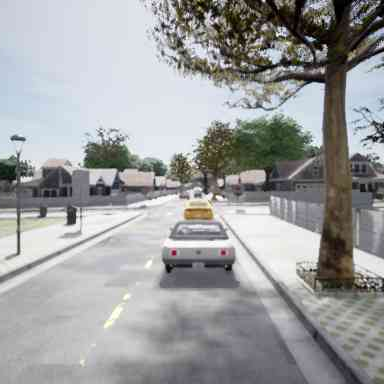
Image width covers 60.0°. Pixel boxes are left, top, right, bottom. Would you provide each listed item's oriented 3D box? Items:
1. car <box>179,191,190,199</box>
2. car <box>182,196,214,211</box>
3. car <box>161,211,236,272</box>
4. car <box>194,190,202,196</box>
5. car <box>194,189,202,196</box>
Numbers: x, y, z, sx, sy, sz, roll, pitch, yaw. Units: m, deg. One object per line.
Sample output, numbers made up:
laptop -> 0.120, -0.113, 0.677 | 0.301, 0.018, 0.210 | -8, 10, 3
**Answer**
car -> -1.544, 0.564, 69.301 | 2.097, 1.767, 4.553 | 0, 1, 1
car -> 0.419, 1.257, 22.192 | 1.882, 1.535, 5.008 | 0, 1, 1
car -> 0.208, 1.504, 10.441 | 1.895, 1.301, 4.718 | 0, 1, 1
car -> 1.392, 0.613, 79.120 | 2.128, 1.511, 4.902 | 0, 1, 1
car -> 1.589, 0.165, 89.505 | 2.097, 1.767, 4.553 | 0, 1, 1
